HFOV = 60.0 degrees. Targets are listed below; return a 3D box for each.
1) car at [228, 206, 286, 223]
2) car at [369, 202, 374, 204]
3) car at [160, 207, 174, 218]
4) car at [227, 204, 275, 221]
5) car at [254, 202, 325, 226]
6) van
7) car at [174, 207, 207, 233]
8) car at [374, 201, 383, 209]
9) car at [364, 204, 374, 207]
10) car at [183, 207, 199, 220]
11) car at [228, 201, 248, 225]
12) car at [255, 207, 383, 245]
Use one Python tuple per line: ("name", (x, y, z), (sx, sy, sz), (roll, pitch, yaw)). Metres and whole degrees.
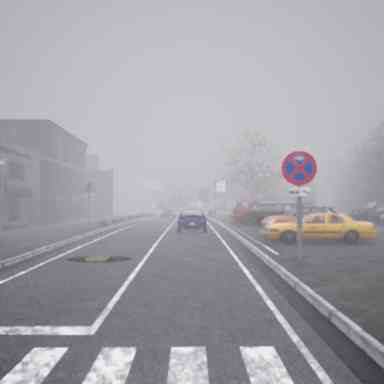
("car", (6.068, 2.113, 31.293), (5.008, 1.535, 2.097), (0, -2, -1))
("car", (18.288, 1.884, 32.353), (5.566, 2.045, 2.435), (0, -2, -1))
("car", (-3.519, 2.942, 49.229), (2.097, 1.767, 4.553), (0, -3, 0))
("car", (6.049, 2.095, 34.331), (4.553, 1.767, 2.185), (0, -2, -1))
("car", (6.243, 1.618, 19.158), (4.553, 1.767, 2.185), (0, -1, -1))
("van", (6.295, 1.599, 22.197), (4.442, 1.987, 1.878), (0, -2, -1))
("car", (0.000, 1.854, 22.665), (1.882, 1.535, 5.008), (0, -2, 0))
("car", (18.370, 1.694, 26.894), (5.566, 2.045, 2.435), (0, -2, -1))
("car", (18.351, 2.041, 29.677), (4.892, 1.521, 2.231), (0, -2, -1))
("car", (-0.113, 2.659, 41.559), (1.837, 1.490, 4.892), (0, -3, 0))
("car", (6.136, 1.758, 28.386), (5.566, 2.045, 2.435), (0, -2, -1))
("car", (6.057, 1.675, 16.236), (5.366, 1.575, 1.946), (0, -1, -1))
